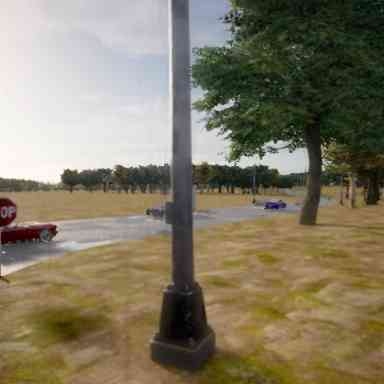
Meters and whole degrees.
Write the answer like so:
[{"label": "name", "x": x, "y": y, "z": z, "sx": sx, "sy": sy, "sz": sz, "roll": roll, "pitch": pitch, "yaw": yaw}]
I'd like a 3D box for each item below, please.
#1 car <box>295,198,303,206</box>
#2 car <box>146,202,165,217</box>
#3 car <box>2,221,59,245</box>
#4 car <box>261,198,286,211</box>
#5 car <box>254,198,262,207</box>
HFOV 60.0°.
[{"label": "car", "x": 20.071, "y": 1.857, "z": 60.572, "sx": 1.994, "sy": 1.385, "sz": 4.181, "roll": 2, "pitch": 1, "yaw": 30}, {"label": "car", "x": -1.960, "y": 1.600, "z": 31.751, "sx": 2.033, "sy": 1.411, "sz": 5.357, "roll": 5, "pitch": 3, "yaw": 34}, {"label": "car", "x": -8.754, "y": 1.835, "z": 15.504, "sx": 1.895, "sy": 1.301, "sz": 4.718, "roll": 2, "pitch": 2, "yaw": 36}, {"label": "car", "x": 11.704, "y": 1.721, "z": 46.339, "sx": 1.882, "sy": 1.535, "sz": 5.008, "roll": 2, "pitch": 1, "yaw": 31}, {"label": "car", "x": 11.431, "y": 1.712, "z": 52.834, "sx": 1.994, "sy": 1.385, "sz": 4.181, "roll": 3, "pitch": 1, "yaw": 31}]
